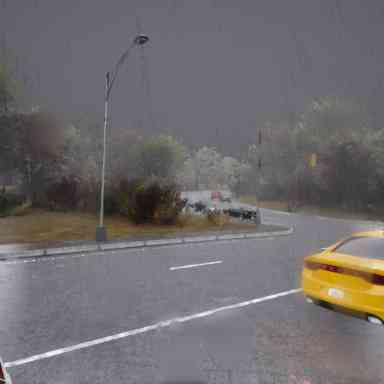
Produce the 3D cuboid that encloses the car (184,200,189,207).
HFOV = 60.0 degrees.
[{"bbox_3d":[-1.081,1.725,52.672,1.994,1.385,4.181,2,1,-14],"label":"car"}]

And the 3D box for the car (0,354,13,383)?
[{"bbox_3d":[-3.262,1.353,1.424,4.553,1.767,2.097,0,0,-35],"label":"car"}]

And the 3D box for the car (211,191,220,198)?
[{"bbox_3d":[5.695,0.738,78.949,2.150,2.045,5.566,2,2,-1],"label":"car"}]

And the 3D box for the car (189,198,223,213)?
[{"bbox_3d":[1.740,1.924,43.085,2.128,1.511,4.902,2,0,-19],"label":"car"}]

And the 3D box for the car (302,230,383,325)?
[{"bbox_3d":[4.390,1.543,6.885,5.008,1.535,1.882,1,-1,-35],"label":"car"}]

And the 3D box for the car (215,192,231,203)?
[{"bbox_3d":[6.728,1.463,68.827,1.837,1.490,4.892,2,2,-7],"label":"car"}]

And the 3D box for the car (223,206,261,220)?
[{"bbox_3d":[5.074,2.146,34.280,1.895,1.301,4.718,3,-1,-22],"label":"car"}]
